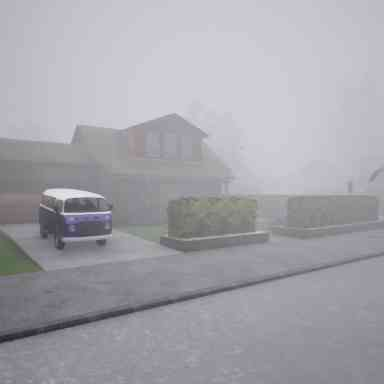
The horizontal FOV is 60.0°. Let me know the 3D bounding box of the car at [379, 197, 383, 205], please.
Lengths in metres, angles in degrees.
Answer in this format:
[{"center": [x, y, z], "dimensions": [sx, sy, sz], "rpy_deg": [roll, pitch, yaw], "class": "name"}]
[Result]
[{"center": [24.676, 0.985, 41.440], "dimensions": [3.866, 1.878, 1.905], "rpy_deg": [0, 0, 0], "class": "car"}]
